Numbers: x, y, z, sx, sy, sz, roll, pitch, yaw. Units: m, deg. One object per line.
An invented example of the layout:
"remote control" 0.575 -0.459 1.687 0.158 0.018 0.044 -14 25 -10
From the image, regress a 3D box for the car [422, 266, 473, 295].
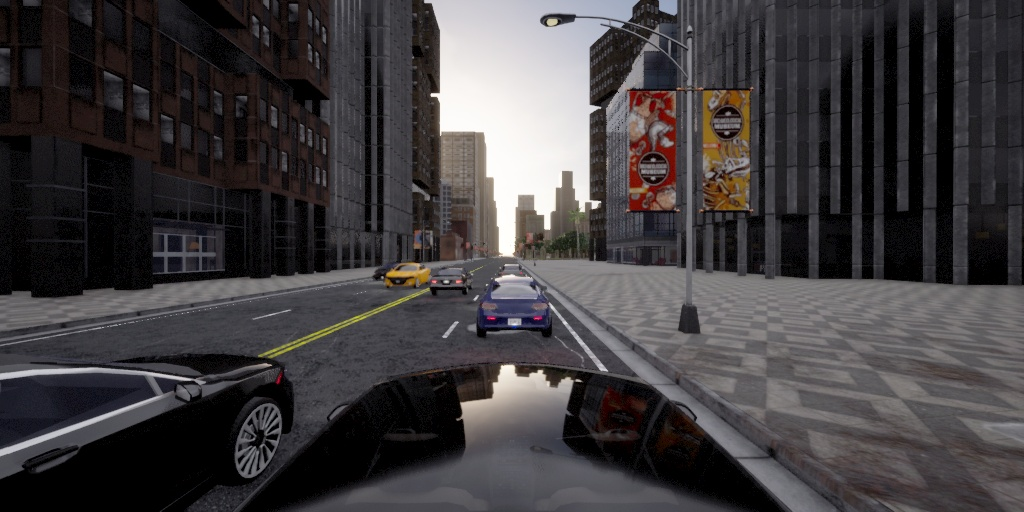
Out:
"car" -3.230 1.292 19.769 2.033 1.411 5.357 0 0 -2

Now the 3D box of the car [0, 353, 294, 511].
"car" -3.149 1.242 1.731 2.128 1.511 4.902 0 0 0

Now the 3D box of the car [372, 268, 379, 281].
"car" -9.993 1.286 30.364 2.033 1.411 5.357 0 0 0

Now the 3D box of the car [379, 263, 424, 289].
"car" -6.706 1.221 23.499 1.882 1.535 5.008 0 0 0

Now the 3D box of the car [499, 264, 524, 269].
"car" -0.024 1.306 26.840 1.994 1.385 4.181 0 0 0

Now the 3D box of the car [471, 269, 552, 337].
"car" 0.048 1.274 10.151 1.812 1.442 4.674 0 0 0
